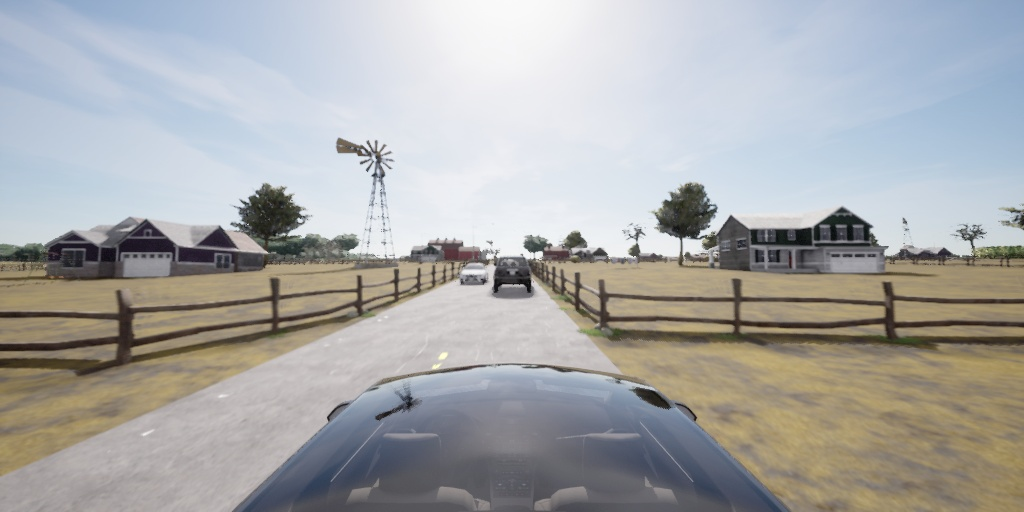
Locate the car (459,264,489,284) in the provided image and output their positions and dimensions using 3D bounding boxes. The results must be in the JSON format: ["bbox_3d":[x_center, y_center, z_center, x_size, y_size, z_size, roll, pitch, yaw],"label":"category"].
[{"bbox_3d":[-2.798,1.303,27.162,1.812,1.442,4.674,0,0,0],"label":"car"}]

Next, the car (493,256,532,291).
[{"bbox_3d":[0.050,0.995,21.920,2.150,2.045,5.566,0,0,0],"label":"car"}]
